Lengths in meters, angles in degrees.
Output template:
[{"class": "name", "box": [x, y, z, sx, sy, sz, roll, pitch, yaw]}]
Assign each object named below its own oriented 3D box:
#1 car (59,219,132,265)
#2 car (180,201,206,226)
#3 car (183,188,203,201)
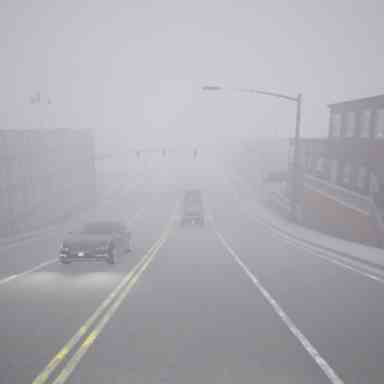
[{"class": "car", "box": [-3.606, 1.876, 13.254, 1.837, 1.490, 4.892, 0, -2, 0]}, {"class": "car", "box": [0.064, 1.900, 27.645, 1.837, 1.490, 4.892, 0, 3, 0]}, {"class": "car", "box": [0.076, 0.503, 39.117, 2.150, 2.045, 5.566, 0, 9, 1]}]
